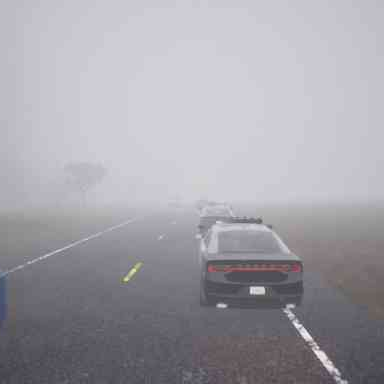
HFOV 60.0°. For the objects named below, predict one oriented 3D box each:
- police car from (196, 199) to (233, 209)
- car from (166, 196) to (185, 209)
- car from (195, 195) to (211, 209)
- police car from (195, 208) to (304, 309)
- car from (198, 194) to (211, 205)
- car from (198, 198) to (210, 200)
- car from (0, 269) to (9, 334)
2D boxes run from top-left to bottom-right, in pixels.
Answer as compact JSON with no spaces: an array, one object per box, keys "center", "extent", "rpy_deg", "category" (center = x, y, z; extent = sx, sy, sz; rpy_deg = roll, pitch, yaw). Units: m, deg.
[{"center":[1.310,1.425,18.050],"extent":[1.930,1.638,5.238],"rpy_deg":[0,0,1],"category":"police car"},{"center":[-2.190,1.345,45.208],"extent":[2.097,1.767,4.553],"rpy_deg":[0,0,3],"category":"car"},{"center":[1.450,1.497,45.940],"extent":[1.837,1.490,4.892],"rpy_deg":[0,0,4],"category":"car"},{"center":[1.117,1.425,8.085],"extent":[1.930,1.638,5.238],"rpy_deg":[0,0,1],"category":"police car"},{"center":[2.342,1.335,60.020],"extent":[2.097,1.767,4.553],"rpy_deg":[0,0,4],"category":"car"},{"center":[1.486,1.455,24.107],"extent":[1.801,1.575,5.366],"rpy_deg":[0,0,2],"category":"car"},{"center":[-3.568,1.478,2.706],"extent":[1.882,1.535,5.008],"rpy_deg":[0,0,0],"category":"car"}]
